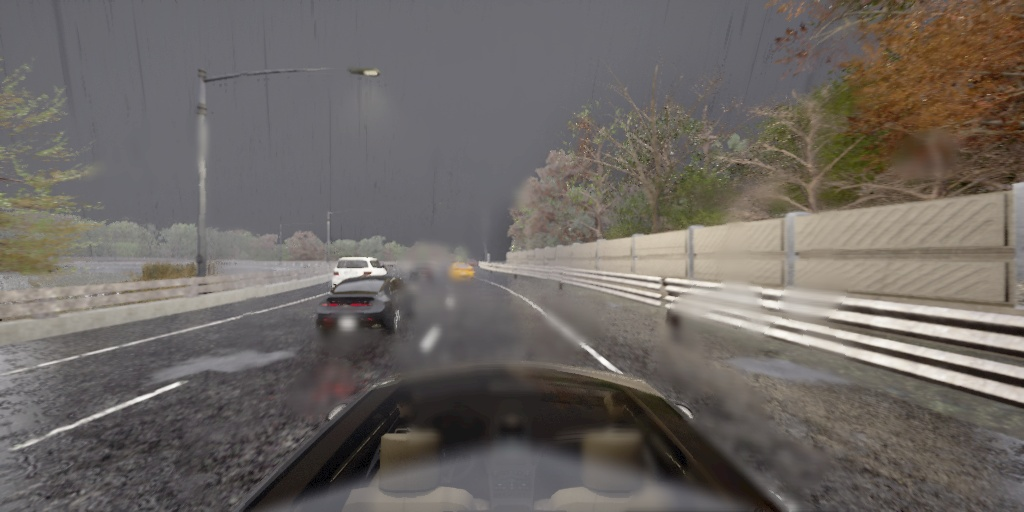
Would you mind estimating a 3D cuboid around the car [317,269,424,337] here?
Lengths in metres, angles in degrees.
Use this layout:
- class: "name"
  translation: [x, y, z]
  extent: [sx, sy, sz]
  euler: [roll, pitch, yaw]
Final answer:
- class: "car"
  translation: [-4.023, 1.320, 10.679]
  extent: [1.837, 1.490, 4.892]
  euler: [0, 0, -6]

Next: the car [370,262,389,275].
- class: "car"
  translation: [-17.264, 1.587, 46.582]
  extent: [1.812, 1.442, 4.674]
  euler: [0, 0, -25]

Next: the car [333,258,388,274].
- class: "car"
  translation: [-9.002, 1.116, 21.591]
  extent: [2.150, 2.045, 5.566]
  euler: [0, 0, -10]

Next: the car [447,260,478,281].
- class: "car"
  translation: [-4.626, 1.410, 32.874]
  extent: [1.882, 1.535, 5.008]
  euler: [0, 0, -14]

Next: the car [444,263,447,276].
- class: "car"
  translation: [-6.276, 1.480, 39.622]
  extent: [1.837, 1.490, 4.892]
  euler: [0, 0, -14]

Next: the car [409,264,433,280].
- class: "car"
  translation: [-8.448, 1.458, 33.472]
  extent: [1.837, 1.490, 4.892]
  euler: [0, 0, -17]
